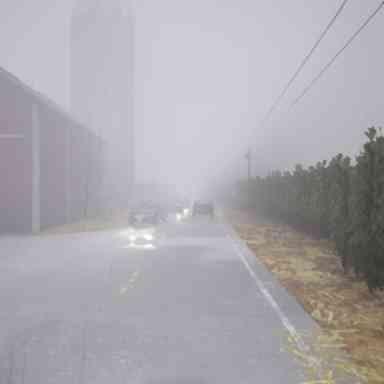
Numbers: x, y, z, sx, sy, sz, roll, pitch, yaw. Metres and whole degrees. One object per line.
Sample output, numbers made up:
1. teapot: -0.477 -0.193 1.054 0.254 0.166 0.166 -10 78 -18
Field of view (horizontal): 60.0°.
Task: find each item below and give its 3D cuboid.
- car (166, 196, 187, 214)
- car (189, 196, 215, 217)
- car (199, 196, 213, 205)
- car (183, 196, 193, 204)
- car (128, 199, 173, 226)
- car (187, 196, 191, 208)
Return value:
1. car: -2.067 1.320 35.477 2.097 1.767 4.553 0 0 4
2. car: 1.093 1.450 31.579 1.882 1.535 5.008 0 0 4
3. car: 2.484 1.441 58.954 2.128 1.511 4.902 0 0 -1
4. car: -0.729 1.514 62.421 1.812 1.442 4.674 0 0 -1
5. car: -3.023 1.471 23.512 2.128 1.511 4.902 0 0 7
6. car: -1.289 1.450 46.712 2.128 1.511 4.902 0 0 4
